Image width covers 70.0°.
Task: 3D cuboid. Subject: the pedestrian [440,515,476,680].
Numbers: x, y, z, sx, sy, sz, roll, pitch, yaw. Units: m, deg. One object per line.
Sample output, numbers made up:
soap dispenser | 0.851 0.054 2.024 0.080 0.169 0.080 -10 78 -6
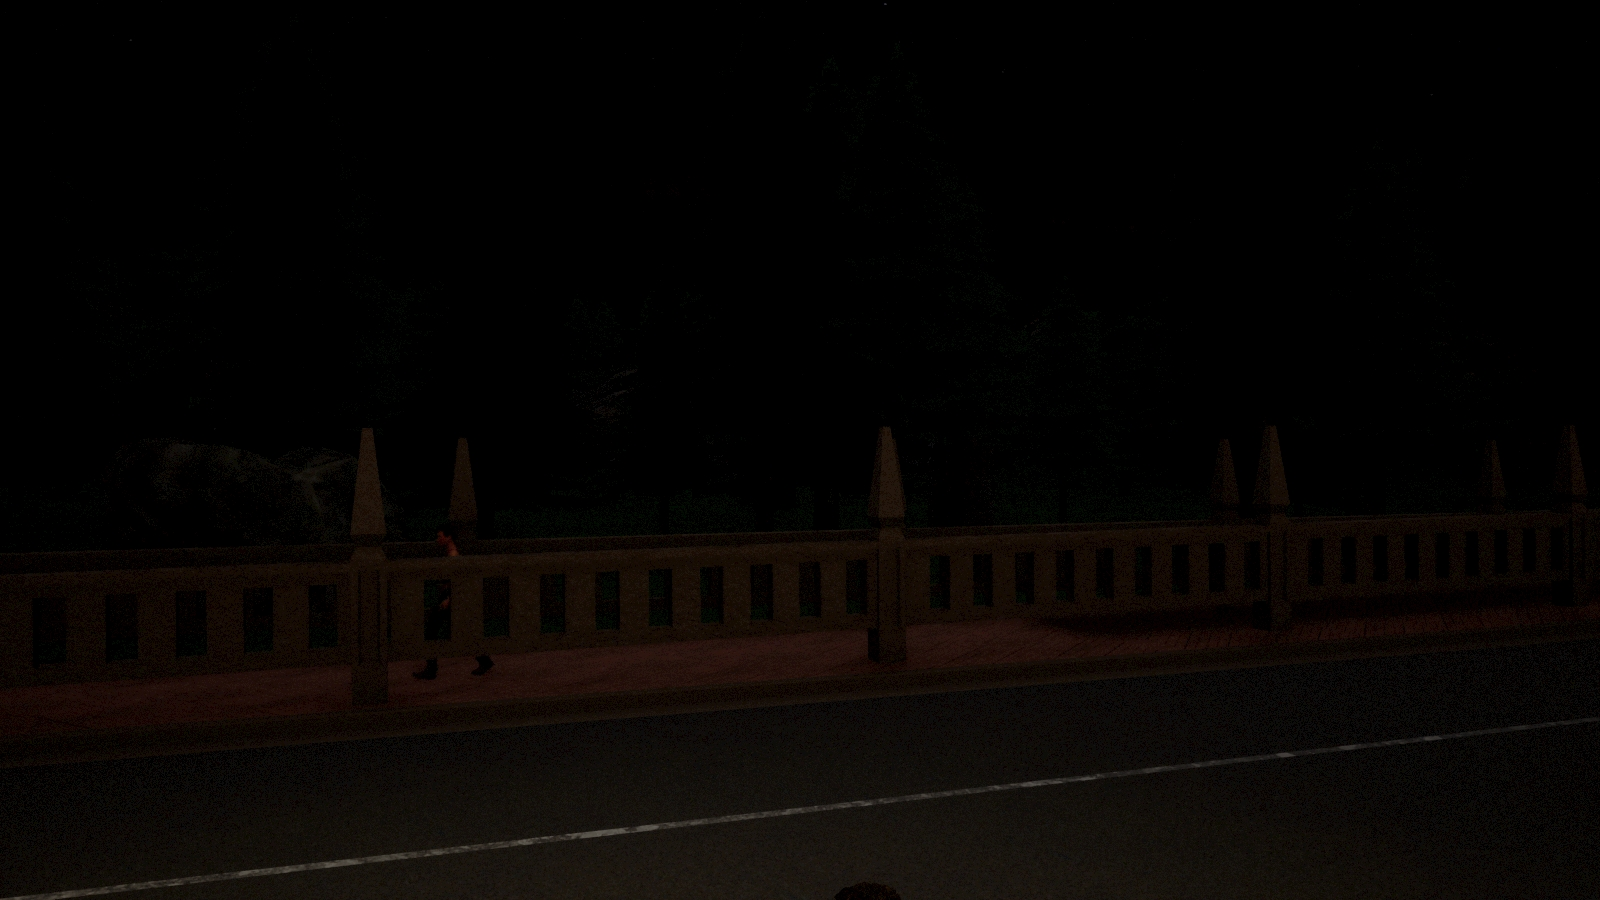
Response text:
pedestrian | -3.965 1.694 13.249 0.375 1.860 0.375 0 0 -20
